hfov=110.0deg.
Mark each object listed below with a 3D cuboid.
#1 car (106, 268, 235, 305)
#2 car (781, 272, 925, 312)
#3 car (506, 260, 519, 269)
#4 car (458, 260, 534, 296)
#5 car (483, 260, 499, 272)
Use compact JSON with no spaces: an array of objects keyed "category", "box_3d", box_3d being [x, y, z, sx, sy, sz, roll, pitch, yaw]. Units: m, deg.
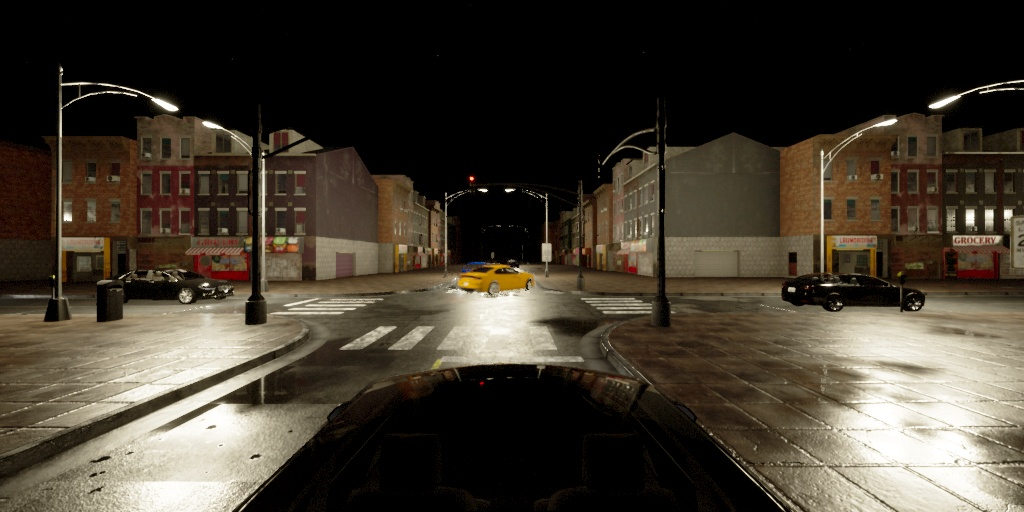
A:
[{"category":"car","box_3d":[-14.987,1.298,15.745,4.892,1.490,1.837,0,0,0]},{"category":"car","box_3d":[12.359,1.266,13.169,4.313,1.339,1.948,0,0,0]},{"category":"car","box_3d":[0.127,1.350,58.328,1.994,1.385,4.181,0,0,0]},{"category":"car","box_3d":[-0.735,1.234,19.821,1.882,1.535,5.008,2,2,39]},{"category":"car","box_3d":[-2.817,1.281,48.268,1.837,1.490,4.892,0,0,0]}]
